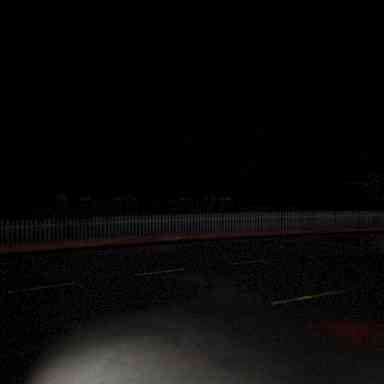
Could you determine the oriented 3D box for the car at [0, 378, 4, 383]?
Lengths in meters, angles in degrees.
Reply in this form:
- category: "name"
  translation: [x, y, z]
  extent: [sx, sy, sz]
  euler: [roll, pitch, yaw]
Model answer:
- category: "car"
  translation: [-3.268, 1.525, 1.151]
  extent: [4.674, 1.442, 1.812]
  euler: [0, 0, -38]
